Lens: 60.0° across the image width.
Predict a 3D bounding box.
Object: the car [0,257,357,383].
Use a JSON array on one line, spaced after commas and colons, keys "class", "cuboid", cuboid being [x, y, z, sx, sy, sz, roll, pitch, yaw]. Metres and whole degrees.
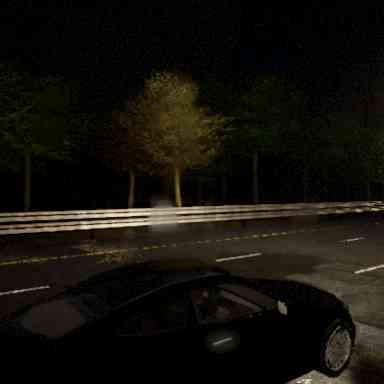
[{"class": "car", "cuboid": [0.000, 1.526, 3.870, 4.674, 1.442, 1.812, 0, 0, -35]}]
